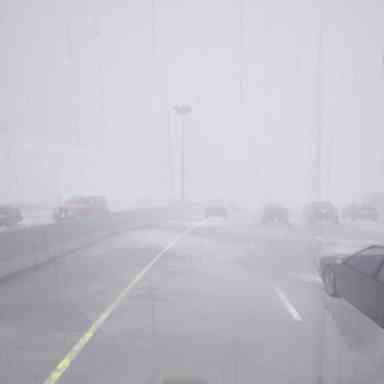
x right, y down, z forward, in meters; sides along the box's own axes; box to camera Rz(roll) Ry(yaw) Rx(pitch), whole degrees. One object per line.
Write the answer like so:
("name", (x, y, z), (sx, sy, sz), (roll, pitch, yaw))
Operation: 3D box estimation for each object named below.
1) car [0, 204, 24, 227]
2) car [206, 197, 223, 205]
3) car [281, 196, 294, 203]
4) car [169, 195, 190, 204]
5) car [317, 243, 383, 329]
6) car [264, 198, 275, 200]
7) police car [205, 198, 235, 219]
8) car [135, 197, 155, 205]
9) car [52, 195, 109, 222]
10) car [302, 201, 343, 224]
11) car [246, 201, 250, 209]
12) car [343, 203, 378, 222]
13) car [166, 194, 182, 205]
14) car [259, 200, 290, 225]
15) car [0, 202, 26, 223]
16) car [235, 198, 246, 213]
("car", (-12.592, 1.570, 20.189), (2.033, 1.411, 5.357), (0, 0, 8))
("car", (4.456, 1.788, 64.827), (1.994, 1.385, 4.181), (0, 0, 25))
("car", (21.248, 1.682, 73.906), (1.837, 1.490, 4.892), (0, 0, 32))
("car", (-1.878, 1.748, 59.225), (1.994, 1.385, 4.181), (0, 0, 23))
("car", (3.786, 1.578, 5.512), (2.033, 1.411, 5.357), (0, 0, 3))
("car", (14.179, 1.808, 61.086), (1.994, 1.385, 4.181), (0, 0, 26))
("police car", (2.448, 1.532, 30.488), (1.930, 1.638, 5.238), (0, 0, 13))
("car", (-8.644, 1.671, 61.163), (1.837, 1.490, 4.892), (0, 0, 23))
("car", (-8.255, 1.275, 25.196), (2.150, 2.045, 5.566), (0, 0, 10))
("car", (9.948, 1.470, 26.095), (2.097, 1.767, 4.553), (0, 0, 11))
("car", (6.719, 1.625, 45.508), (1.801, 1.575, 5.366), (0, 0, 19))
("car", (13.868, 1.628, 27.758), (2.128, 1.511, 4.902), (0, 0, 12))
("car", (-3.091, 1.421, 65.187), (2.150, 2.045, 5.566), (0, 0, 25))
("car", (6.150, 1.606, 24.967), (1.837, 1.490, 4.892), (0, 0, 10))
("car", (-15.330, 1.578, 25.384), (2.033, 1.411, 5.357), (0, 0, 9))
("car", (4.879, 1.671, 39.777), (1.812, 1.442, 4.674), (0, 0, 17))
